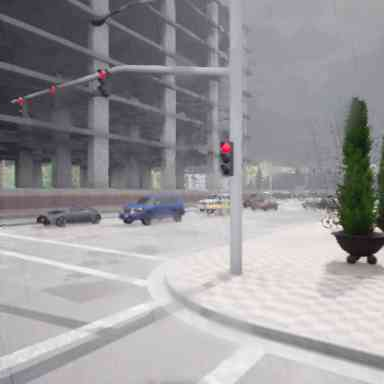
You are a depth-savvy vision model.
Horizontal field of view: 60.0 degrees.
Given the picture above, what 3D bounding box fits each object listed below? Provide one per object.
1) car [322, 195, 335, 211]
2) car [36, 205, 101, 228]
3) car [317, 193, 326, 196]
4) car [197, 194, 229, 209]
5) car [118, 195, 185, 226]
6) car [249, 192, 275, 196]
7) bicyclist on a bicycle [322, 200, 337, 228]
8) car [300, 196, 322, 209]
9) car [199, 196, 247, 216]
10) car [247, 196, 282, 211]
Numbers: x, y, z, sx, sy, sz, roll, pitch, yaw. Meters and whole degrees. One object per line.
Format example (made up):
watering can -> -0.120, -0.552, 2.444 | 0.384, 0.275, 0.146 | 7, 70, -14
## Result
car -> 17.798, 1.492, 40.361 | 2.128, 1.511, 4.902 | 0, 0, 36
car -> -8.279, 1.570, 22.642 | 1.994, 1.385, 4.181 | 0, 0, 36
car -> 21.596, 1.353, 51.728 | 2.097, 1.767, 4.553 | 0, 0, 36
car -> 2.856, 1.227, 37.978 | 2.150, 2.045, 5.566 | 0, 0, 36
car -> -2.760, 1.226, 24.286 | 2.150, 2.045, 5.566 | 0, 0, 36
car -> 9.075, 1.226, 46.489 | 2.150, 2.045, 5.566 | 0, 0, 36
bicyclist on a bicycle -> 8.317, 1.301, 19.147 | 1.656, 1.620, 0.582 | 0, 0, 36
car -> 16.365, 1.602, 44.422 | 1.895, 1.301, 4.718 | 0, 0, 36
car -> 3.112, 1.482, 32.376 | 1.882, 1.535, 5.008 | 0, 0, 36
car -> 8.819, 1.529, 40.214 | 1.812, 1.442, 4.674 | 0, 0, 36
